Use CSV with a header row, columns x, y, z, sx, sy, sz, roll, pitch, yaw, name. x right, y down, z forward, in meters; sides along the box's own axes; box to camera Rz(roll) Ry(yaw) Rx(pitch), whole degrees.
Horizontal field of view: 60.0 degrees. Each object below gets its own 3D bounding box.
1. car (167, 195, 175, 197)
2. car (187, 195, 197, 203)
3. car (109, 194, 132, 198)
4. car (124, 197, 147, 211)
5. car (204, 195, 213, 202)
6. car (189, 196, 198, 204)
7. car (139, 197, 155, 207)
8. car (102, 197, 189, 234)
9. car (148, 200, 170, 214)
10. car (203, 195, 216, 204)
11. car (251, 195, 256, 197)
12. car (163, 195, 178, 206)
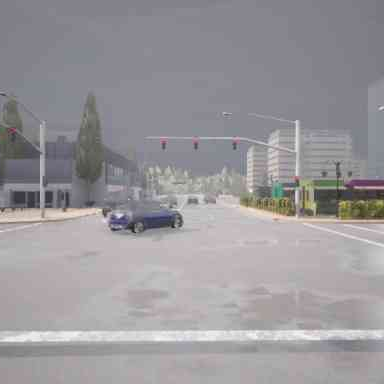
x,y,z,sx,sy,sz,roll,pitch,yaw,name
-3.563,1.505,46.040,1.837,1.490,4.892,0,0,0,car
0.058,1.524,74.170,2.128,1.511,4.902,0,0,0,car
-7.088,1.221,32.387,2.150,2.045,5.566,0,0,1,car
-7.067,1.491,42.275,2.128,1.511,4.902,0,0,0,car
3.557,1.397,73.872,1.812,1.442,4.674,0,0,0,car
0.156,1.477,62.023,1.882,1.535,5.008,0,0,0,car
-7.050,1.564,52.232,1.994,1.385,4.181,0,0,0,car
-2.595,1.352,19.415,2.097,1.767,4.553,0,0,39,car
-3.572,1.601,36.725,1.895,1.301,4.718,0,0,0,car
3.549,1.491,63.596,2.128,1.511,4.902,0,0,0,car
17.836,1.153,86.753,4.605,1.855,1.932,0,0,-1,car
-3.540,1.352,55.904,2.097,1.767,4.553,0,0,0,car
